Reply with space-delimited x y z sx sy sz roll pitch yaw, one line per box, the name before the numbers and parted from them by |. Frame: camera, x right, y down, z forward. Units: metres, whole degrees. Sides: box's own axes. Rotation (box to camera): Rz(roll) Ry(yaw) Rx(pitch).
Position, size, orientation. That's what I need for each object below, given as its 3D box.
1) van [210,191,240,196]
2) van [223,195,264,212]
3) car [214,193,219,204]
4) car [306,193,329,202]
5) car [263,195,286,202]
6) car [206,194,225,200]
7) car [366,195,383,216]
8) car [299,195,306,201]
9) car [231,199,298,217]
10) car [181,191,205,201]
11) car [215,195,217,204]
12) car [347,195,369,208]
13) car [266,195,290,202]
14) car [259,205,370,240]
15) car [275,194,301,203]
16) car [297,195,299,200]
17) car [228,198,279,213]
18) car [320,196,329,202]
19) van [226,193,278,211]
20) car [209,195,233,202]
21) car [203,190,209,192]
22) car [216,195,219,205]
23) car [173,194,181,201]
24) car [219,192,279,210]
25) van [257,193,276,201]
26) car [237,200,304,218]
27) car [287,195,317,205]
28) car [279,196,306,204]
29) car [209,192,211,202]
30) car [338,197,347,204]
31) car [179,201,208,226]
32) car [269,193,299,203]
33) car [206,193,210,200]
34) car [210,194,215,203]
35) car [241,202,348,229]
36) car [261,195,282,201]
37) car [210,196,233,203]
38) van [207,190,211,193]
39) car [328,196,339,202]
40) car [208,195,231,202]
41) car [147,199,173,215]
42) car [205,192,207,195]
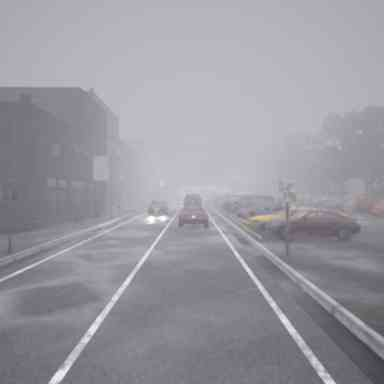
van | 6.075 1.271 61.343 4.442 1.987 1.878 0 0 0
van | 5.999 1.304 39.013 4.442 1.987 1.878 0 0 0
car | 6.123 1.392 50.147 4.553 1.767 2.185 0 0 0
car | 19.256 1.394 47.332 4.553 1.767 2.185 0 0 0
car | 19.334 1.453 77.967 5.008 1.535 2.097 0 0 0
car | 6.282 1.417 89.113 5.008 1.535 2.097 0 0 0
car | 19.136 1.410 30.623 4.553 1.767 2.185 0 0 0
car | 19.240 1.518 50.118 4.892 1.521 2.231 0 0 0
car | 6.049 1.568 27.880 4.792 1.488 2.163 0 0 0
car | 0.091 1.227 40.647 2.150 2.045 5.566 0 0 0
car | 6.151 1.522 47.363 4.892 1.521 2.231 0 0 0
car | 19.205 1.282 33.532 5.566 2.045 2.435 0 0 0
car | 19.326 1.462 75.182 4.892 1.521 2.231 0 0 0
car | 6.055 1.588 16.889 4.674 1.452 2.002 1 0 1
car | 19.260 1.358 66.827 4.553 1.767 2.185 0 0 0
car | 19.215 1.260 52.901 5.566 2.045 2.435 0 0 0
car | 6.081 1.538 30.664 4.892 1.521 2.231 0 0 0
car | 19.175 1.556 41.763 4.792 1.488 2.163 0 0 0
van | 5.981 1.308 33.571 4.442 1.987 1.878 0 0 0
car | 6.225 1.470 72.414 5.008 1.535 2.097 0 0 0
car | 6.325 1.157 91.896 5.566 2.045 2.435 0 0 0
car | 6.320 1.521 44.579 5.366 1.575 1.946 0 0 0
car | -3.275 1.220 75.112 1.812 1.442 4.674 0 0 0
car | 6.078 1.281 36.230 5.566 2.045 2.435 0 0 0
van | 19.241 1.200 86.321 4.442 1.987 1.878 0 0 0
car | 6.071 1.581 25.097 4.674 1.452 2.002 0 0 0
car | 19.230 1.377 58.473 4.553 1.767 2.185 0 0 0
car | 19.284 1.530 64.042 4.674 1.452 2.002 0 0 0
car | 6.170 1.365 64.063 4.553 1.767 2.185 0 0 0
car | 19.372 1.528 36.317 5.366 1.575 1.946 0 0 0
car | 0.098 1.573 23.310 1.994 1.385 4.181 0 0 0
car | 19.272 1.226 69.611 5.566 2.045 2.435 0 0 0
car | 6.026 1.481 66.847 5.366 1.575 1.946 0 0 0
car | 6.153 1.532 58.496 4.792 1.488 2.163 0 0 0
car | 5.864 1.543 19.531 5.366 1.575 1.946 0 0 0
car | 19.341 1.485 80.752 4.674 1.452 2.002 0 0 0
car | 6.223 1.518 69.630 4.674 1.452 2.002 0 0 0
van | 6.366 1.228 77.979 4.442 1.987 1.878 0 0 0
car | 19.201 1.529 38.977 5.008 1.535 2.097 0 0 0
car | 6.245 1.462 75.197 5.008 1.535 2.097 0 0 0
car | -3.349 1.498 33.687 2.128 1.511 4.902 0 0 0
car | 6.237 1.310 83.672 4.553 1.767 2.185 0 0 0
